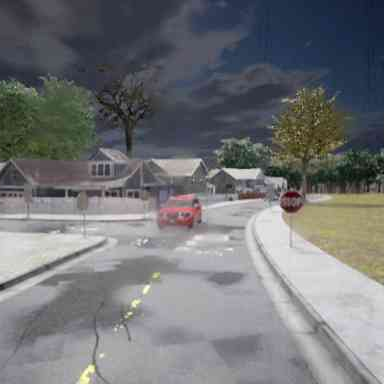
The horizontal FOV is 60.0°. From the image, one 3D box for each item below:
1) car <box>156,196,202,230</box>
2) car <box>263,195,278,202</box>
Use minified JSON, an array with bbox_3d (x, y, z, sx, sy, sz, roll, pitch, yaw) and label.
[{"bbox_3d":[-0.667,1.309,21.801,2.150,2.045,5.566,0,1,10],"label":"car"},{"bbox_3d":[15.386,1.191,64.644,2.128,1.511,4.902,1,1,30],"label":"car"}]
